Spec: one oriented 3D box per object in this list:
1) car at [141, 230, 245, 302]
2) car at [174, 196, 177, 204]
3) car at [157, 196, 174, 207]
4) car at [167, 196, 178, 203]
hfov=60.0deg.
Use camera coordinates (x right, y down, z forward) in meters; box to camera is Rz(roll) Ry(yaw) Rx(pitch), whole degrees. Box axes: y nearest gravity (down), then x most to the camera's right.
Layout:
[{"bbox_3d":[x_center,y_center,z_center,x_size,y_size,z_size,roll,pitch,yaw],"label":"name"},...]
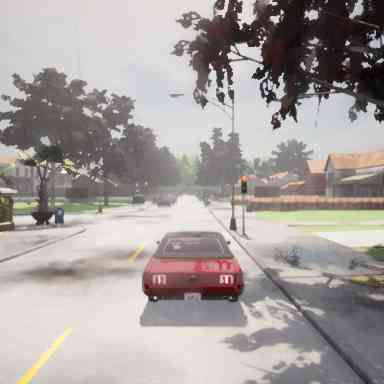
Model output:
[{"bbox_3d":[0.037,1.599,8.202,1.895,1.301,4.718,0,0,0],"label":"car"},{"bbox_3d":[-4.175,1.553,60.817,1.994,1.385,4.181,0,0,0],"label":"car"},{"bbox_3d":[-4.187,1.592,50.826,1.895,1.301,4.718,0,0,0],"label":"car"},{"bbox_3d":[-4.127,1.527,71.179,2.033,1.411,5.357,0,0,0],"label":"car"}]
